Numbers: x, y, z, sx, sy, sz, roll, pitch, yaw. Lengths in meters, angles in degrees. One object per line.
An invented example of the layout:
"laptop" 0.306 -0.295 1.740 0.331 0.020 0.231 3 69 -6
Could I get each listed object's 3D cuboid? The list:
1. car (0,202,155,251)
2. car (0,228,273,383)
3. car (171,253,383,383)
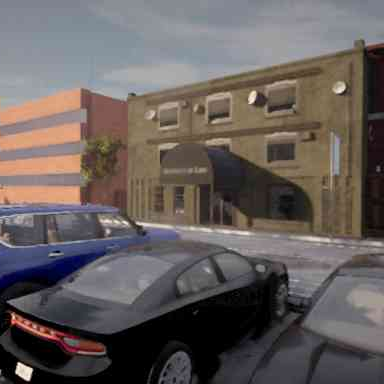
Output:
"car" -2.386 1.241 6.731 2.435 2.045 5.566 0 0 36
"car" -0.105 1.486 5.062 2.097 1.535 5.008 0 0 36
"car" 2.200 1.481 3.429 2.097 1.535 5.008 0 0 36
